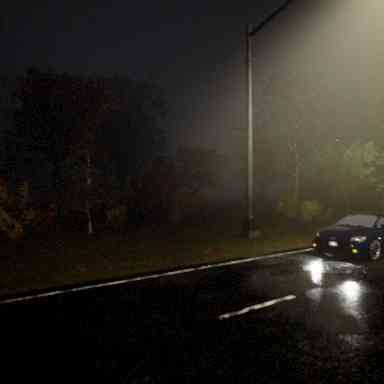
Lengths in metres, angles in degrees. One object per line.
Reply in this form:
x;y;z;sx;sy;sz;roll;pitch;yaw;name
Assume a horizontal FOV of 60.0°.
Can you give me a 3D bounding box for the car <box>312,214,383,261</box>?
6.272;1.506;12.069;4.181;1.385;1.994;0;0;-35;car
